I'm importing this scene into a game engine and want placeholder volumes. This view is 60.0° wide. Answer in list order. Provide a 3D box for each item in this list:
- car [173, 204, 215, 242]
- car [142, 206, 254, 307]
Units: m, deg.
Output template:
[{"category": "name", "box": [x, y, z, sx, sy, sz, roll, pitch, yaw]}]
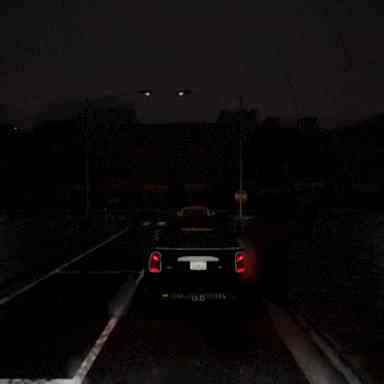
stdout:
[{"category": "car", "box": [0.190, 1.465, 17.441, 1.882, 1.535, 5.008, 0, 0, 2]}, {"category": "car", "box": [0.115, 1.346, 8.122, 2.097, 1.767, 4.553, 0, 0, 0]}]
